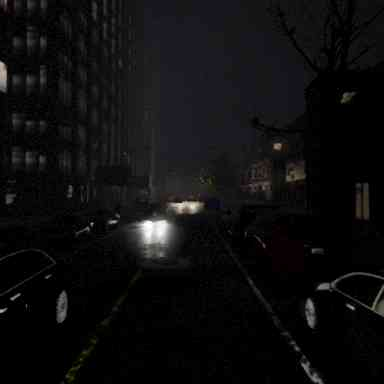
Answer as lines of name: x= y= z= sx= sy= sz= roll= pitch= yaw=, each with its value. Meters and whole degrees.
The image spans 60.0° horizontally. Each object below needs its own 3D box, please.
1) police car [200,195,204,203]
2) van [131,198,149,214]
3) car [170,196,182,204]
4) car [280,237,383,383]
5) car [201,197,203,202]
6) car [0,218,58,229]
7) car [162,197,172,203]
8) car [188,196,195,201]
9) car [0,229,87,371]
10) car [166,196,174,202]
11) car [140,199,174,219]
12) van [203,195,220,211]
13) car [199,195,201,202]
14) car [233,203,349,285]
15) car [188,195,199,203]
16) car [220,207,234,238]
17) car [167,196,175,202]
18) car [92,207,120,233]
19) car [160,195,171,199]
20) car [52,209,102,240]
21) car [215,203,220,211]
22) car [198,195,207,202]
police car: x=2.978 y=1.671 z=58.951 sx=1.930 sy=1.638 sz=5.238 roll=0 pitch=0 yaw=0
van: x=-5.690 y=1.508 z=37.263 sx=1.690 sy=1.788 sz=3.998 roll=1 pitch=0 yaw=0
car: x=-3.027 y=1.753 z=70.577 sx=1.882 sy=1.535 sz=5.008 roll=0 pitch=0 yaw=0
car: x=2.698 y=1.572 z=3.986 sx=2.008 sy=1.369 sz=4.403 roll=1 pitch=0 yaw=0
car: x=2.682 y=1.774 z=48.359 sx=1.947 sy=1.339 sz=4.313 roll=1 pitch=0 yaw=0
car: x=-5.685 y=1.630 z=9.528 sx=1.802 sy=1.307 sz=4.206 roll=1 pitch=0 yaw=0
car: x=-5.707 y=1.824 z=75.915 sx=1.752 sy=1.417 sz=4.829 roll=1 pitch=0 yaw=0
car: x=-0.034 y=1.754 z=91.836 sx=1.895 sy=1.301 sz=4.718 roll=0 pitch=0 yaw=0
car: x=-3.090 y=1.528 z=4.244 sx=1.837 sy=1.490 sz=4.892 roll=0 pitch=0 yaw=0
car: x=-5.711 y=1.855 z=87.007 sx=1.752 sy=1.417 sz=4.829 roll=1 pitch=0 yaw=0
car: x=-3.108 y=1.633 z=30.384 sx=2.128 sy=1.511 sz=4.902 roll=0 pitch=0 yaw=0
van: x=2.687 y=1.529 z=42.813 sx=1.690 sy=1.788 sz=3.998 roll=1 pitch=0 yaw=0
car: x=2.674 y=1.825 z=76.260 sx=1.752 sy=1.417 sz=4.829 roll=1 pitch=0 yaw=0
car: x=2.699 y=1.363 z=9.532 sx=2.192 sy=1.841 sz=5.009 roll=1 pitch=0 yaw=0
car: x=-0.028 y=1.700 z=72.781 sx=1.895 sy=1.301 sz=4.718 roll=0 pitch=0 yaw=0
car: x=2.697 y=1.389 z=15.081 sx=2.192 sy=1.841 sz=5.009 roll=1 pitch=0 yaw=0
car: x=-5.713 y=1.911 z=92.724 sx=1.947 sy=1.339 sz=4.313 roll=1 pitch=0 yaw=0
car: x=-5.688 y=1.644 z=20.623 sx=1.887 sy=1.381 sz=4.507 roll=1 pitch=0 yaw=0
car: x=-5.702 y=1.597 z=70.540 sx=2.192 sy=1.841 sz=5.009 roll=1 pitch=0 yaw=0
car: x=-5.687 y=1.656 z=15.077 sx=1.802 sy=1.307 sz=4.206 roll=1 pitch=0 yaw=0
car: x=2.693 y=1.625 z=20.797 sx=1.752 sy=1.417 sz=4.829 roll=1 pitch=0 yaw=0
car: x=2.673 y=1.646 z=87.183 sx=2.192 sy=1.841 sz=5.009 roll=1 pitch=0 yaw=0
